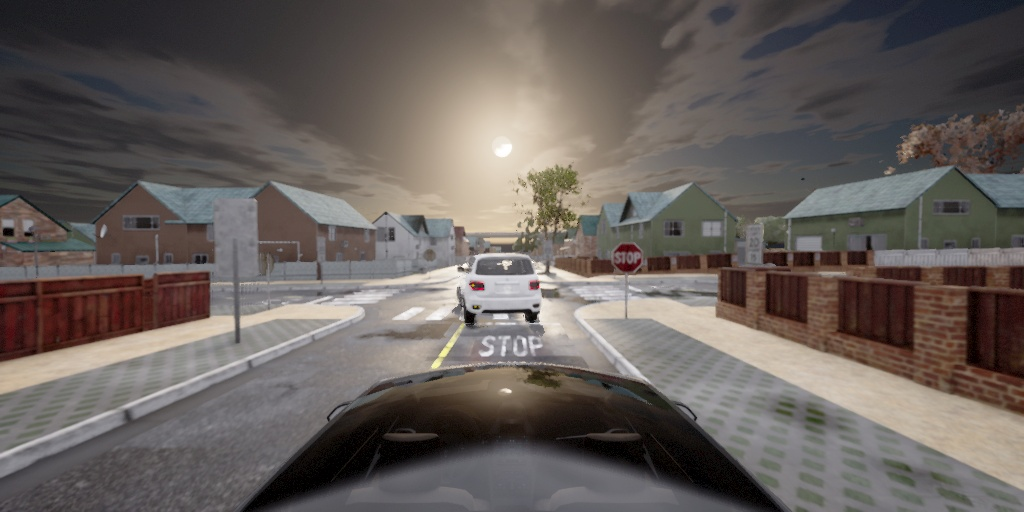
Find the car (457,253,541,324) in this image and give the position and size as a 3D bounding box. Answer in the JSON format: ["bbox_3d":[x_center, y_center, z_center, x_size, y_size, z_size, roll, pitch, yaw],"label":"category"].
[{"bbox_3d":[-0.609,0.925,12.076,2.150,2.045,5.566,0,0,-10],"label":"car"}]

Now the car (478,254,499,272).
[{"bbox_3d":[-2.838,0.752,43.966,2.150,2.045,5.566,0,0,0],"label":"car"}]
